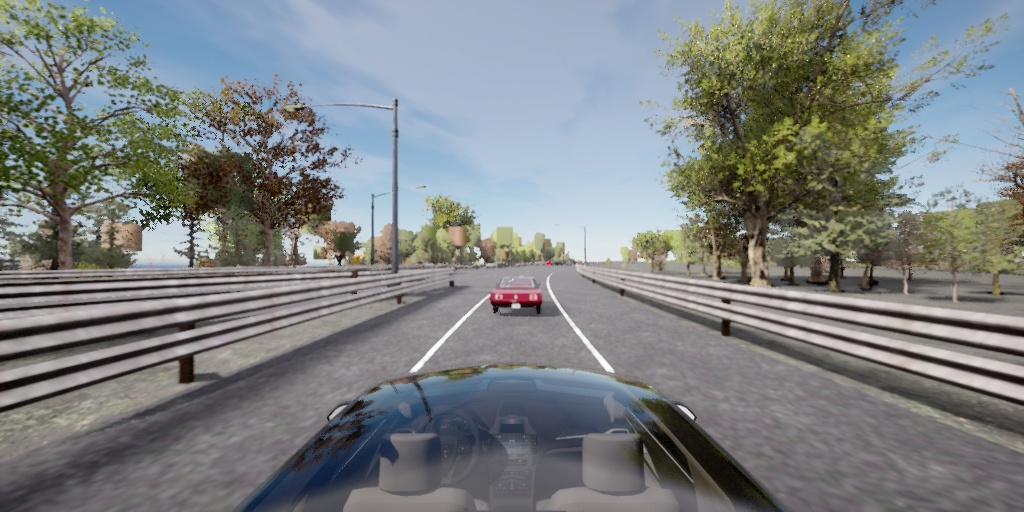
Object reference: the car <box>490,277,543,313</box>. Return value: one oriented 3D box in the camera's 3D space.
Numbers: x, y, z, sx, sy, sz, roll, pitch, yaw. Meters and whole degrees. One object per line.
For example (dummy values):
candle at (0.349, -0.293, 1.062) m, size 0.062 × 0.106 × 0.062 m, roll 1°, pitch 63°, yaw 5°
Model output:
car at (0.258, 1.488, 14.761) m, size 1.895 × 1.301 × 4.718 m, roll 0°, pitch -1°, yaw 3°
